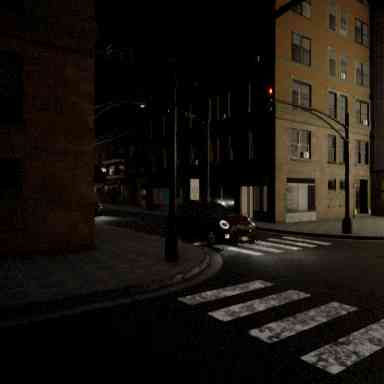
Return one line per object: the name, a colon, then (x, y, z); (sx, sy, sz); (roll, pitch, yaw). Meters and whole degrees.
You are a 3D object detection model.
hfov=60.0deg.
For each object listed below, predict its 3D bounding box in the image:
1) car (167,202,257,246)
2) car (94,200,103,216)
car: (0.775, 1.288, 15.257); (2.097, 1.767, 4.553); (0, 0, -38)
car: (-9.558, 1.194, 29.590); (2.097, 1.767, 4.553); (0, 0, -35)
